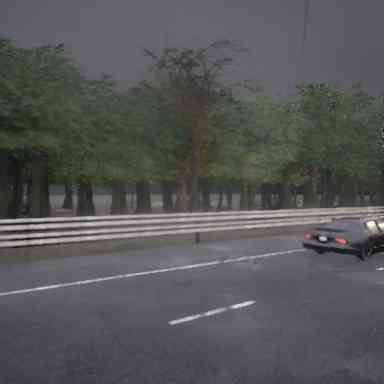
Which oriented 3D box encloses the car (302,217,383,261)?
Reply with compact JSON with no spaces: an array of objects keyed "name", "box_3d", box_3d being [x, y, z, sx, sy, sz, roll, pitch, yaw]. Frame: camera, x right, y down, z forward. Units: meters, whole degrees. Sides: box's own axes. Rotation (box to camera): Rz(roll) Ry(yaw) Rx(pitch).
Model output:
[{"name":"car","box_3d":[6.533,1.667,12.826,5.357,1.411,2.033,1,0,-35]}]
